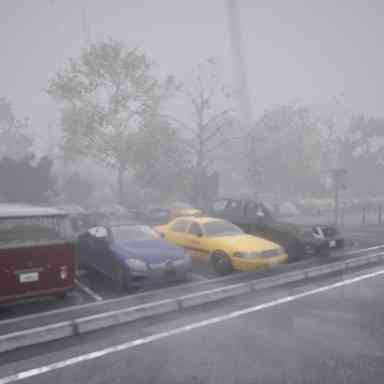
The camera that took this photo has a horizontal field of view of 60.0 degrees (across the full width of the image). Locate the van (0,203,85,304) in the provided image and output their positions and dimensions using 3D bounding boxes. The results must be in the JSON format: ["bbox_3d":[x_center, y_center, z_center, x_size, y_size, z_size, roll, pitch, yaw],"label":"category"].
[{"bbox_3d":[-4.188,1.272,7.750,1.878,1.987,4.442,0,0,-36],"label":"van"}]

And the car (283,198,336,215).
[{"bbox_3d":[12.469,1.475,35.593,2.097,1.535,5.008,0,0,-36],"label":"car"}]

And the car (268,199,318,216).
[{"bbox_3d":[10.209,1.518,33.979,2.002,1.452,4.674,0,0,-36],"label":"car"}]

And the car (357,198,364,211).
[{"bbox_3d":[16.963,1.347,38.852,2.185,1.767,4.553,0,0,-36],"label":"car"}]

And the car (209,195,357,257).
[{"bbox_3d":[2.737,1.240,12.524,2.435,2.045,5.566,0,0,-36],"label":"car"}]

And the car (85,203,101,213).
[{"bbox_3d":[-7.856,1.495,21.070,2.097,1.535,5.008,0,0,-36],"label":"car"}]

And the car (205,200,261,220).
[{"bbox_3d":[3.453,1.513,29.115,2.163,1.488,4.792,0,0,-36],"label":"car"}]

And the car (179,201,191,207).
[{"bbox_3d":[-0.972,1.485,25.758,1.946,1.575,5.366,0,0,-36],"label":"car"}]

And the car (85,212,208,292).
[{"bbox_3d":[-1.841,1.536,9.288,2.002,1.452,4.674,0,0,-36],"label":"car"}]

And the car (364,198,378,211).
[{"bbox_3d":[19.236,1.472,40.446,2.097,1.535,5.008,0,0,-36],"label":"car"}]

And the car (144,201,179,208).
[{"bbox_3d":[-3.355,1.520,24.318,2.163,1.488,4.792,0,0,-36],"label":"car"}]

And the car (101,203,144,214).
[{"bbox_3d":[-5.599,1.494,22.685,2.231,1.521,4.892,0,0,-36],"label":"car"}]

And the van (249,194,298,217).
[{"bbox_3d":[7.882,1.254,32.462,1.878,1.987,4.442,0,0,-36],"label":"van"}]

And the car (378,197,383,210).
[{"bbox_3d":[21.500,1.472,42.050,2.231,1.521,4.892,0,0,-36],"label":"car"}]

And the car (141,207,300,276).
[{"bbox_3d":[0.548,1.491,10.765,1.946,1.575,5.366,0,0,-36],"label":"car"}]
